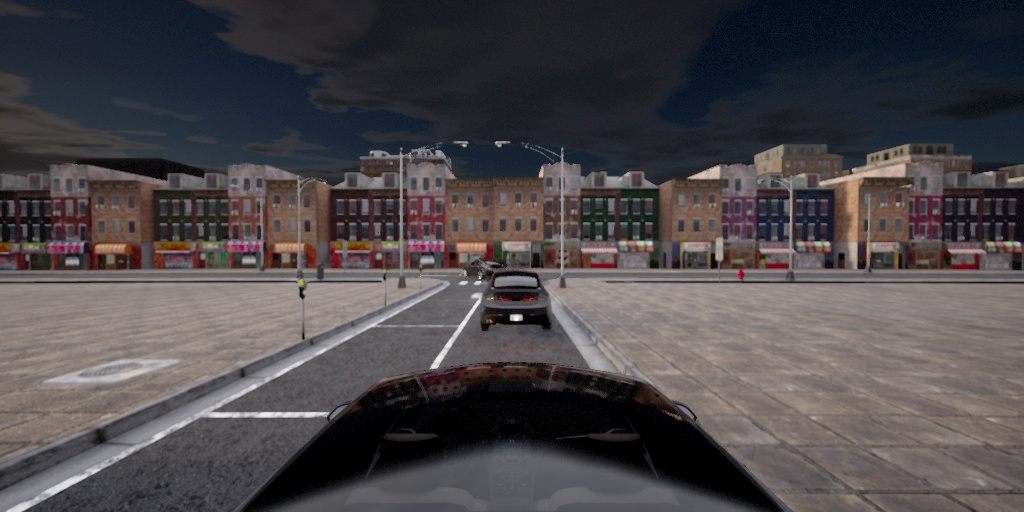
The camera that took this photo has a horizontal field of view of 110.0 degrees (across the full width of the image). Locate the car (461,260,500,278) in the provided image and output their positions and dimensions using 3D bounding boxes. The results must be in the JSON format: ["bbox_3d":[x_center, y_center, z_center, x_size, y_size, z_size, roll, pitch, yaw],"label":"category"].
[{"bbox_3d":[-2.313,1.032,28.064,1.837,1.490,4.892,2,0,-32],"label":"car"}]

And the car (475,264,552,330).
[{"bbox_3d":[0.099,1.174,10.839,1.837,1.490,4.892,0,1,0],"label":"car"}]
